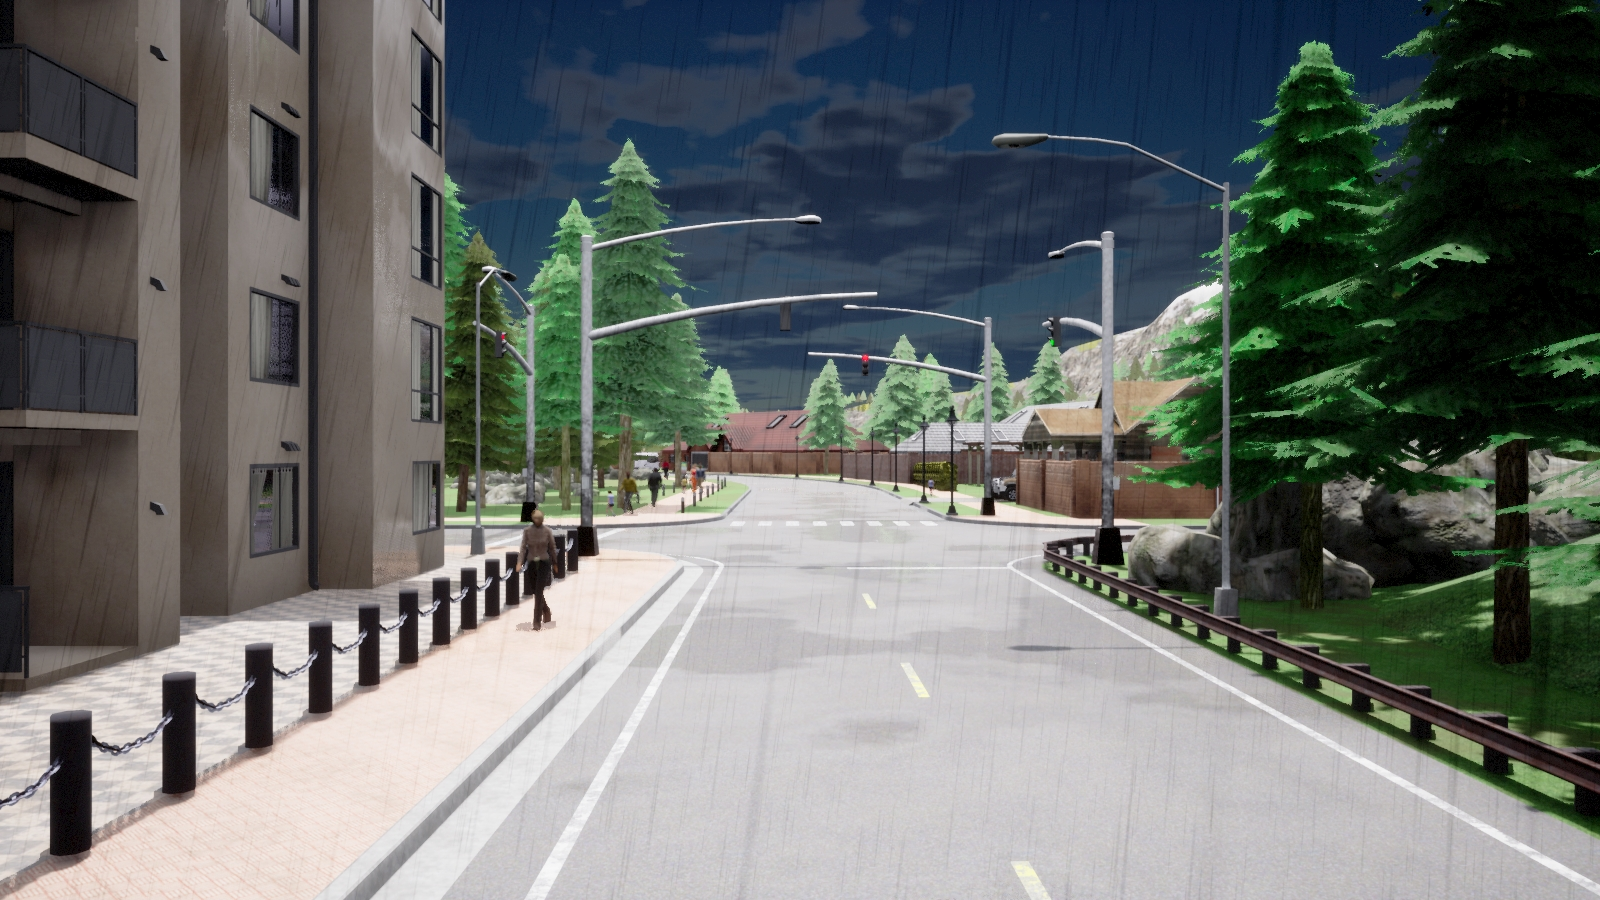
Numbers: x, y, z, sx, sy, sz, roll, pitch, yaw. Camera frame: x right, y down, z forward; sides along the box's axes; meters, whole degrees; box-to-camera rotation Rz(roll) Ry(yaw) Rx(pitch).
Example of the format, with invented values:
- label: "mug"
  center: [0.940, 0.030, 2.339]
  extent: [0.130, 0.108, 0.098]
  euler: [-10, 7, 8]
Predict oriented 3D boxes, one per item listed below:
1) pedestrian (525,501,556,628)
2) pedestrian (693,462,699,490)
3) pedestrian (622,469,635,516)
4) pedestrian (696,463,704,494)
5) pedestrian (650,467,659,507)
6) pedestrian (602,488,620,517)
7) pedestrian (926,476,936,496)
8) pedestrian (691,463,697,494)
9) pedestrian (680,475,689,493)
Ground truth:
- label: "pedestrian"
  center: [-3.883, 1.706, 17.121]
  extent: [0.375, 1.860, 0.375]
  euler: [0, 0, -1]
- label: "pedestrian"
  center: [-6.933, 1.709, 75.949]
  extent: [0.375, 1.860, 0.375]
  euler: [0, 0, 0]
- label: "pedestrian"
  center: [-6.872, 1.691, 45.884]
  extent: [0.375, 1.860, 0.375]
  euler: [0, 0, 23]
- label: "pedestrian"
  center: [-5.979, 1.705, 68.453]
  extent: [0.375, 1.860, 0.375]
  euler: [0, 0, 11]
- label: "pedestrian"
  center: [-6.740, 1.697, 52.919]
  extent: [0.375, 1.860, 0.375]
  euler: [0, 0, 0]
- label: "pedestrian"
  center: [-7.539, 2.079, 45.507]
  extent: [0.500, 1.100, 0.500]
  euler: [0, 0, 34]
- label: "pedestrian"
  center: [7.626, 2.089, 66.393]
  extent: [0.500, 1.100, 0.500]
  euler: [0, 0, -3]
- label: "pedestrian"
  center: [-6.420, 1.705, 69.244]
  extent: [0.375, 1.860, 0.375]
  euler: [0, 0, -11]
- label: "pedestrian"
  center: [-7.058, 2.086, 69.667]
  extent: [0.500, 1.100, 0.500]
  euler: [0, 0, -2]
